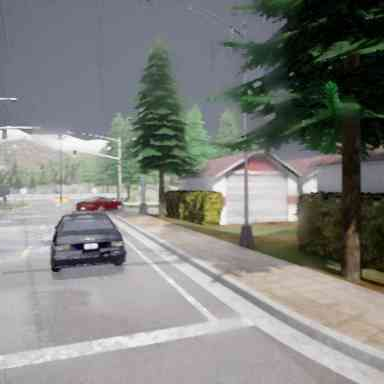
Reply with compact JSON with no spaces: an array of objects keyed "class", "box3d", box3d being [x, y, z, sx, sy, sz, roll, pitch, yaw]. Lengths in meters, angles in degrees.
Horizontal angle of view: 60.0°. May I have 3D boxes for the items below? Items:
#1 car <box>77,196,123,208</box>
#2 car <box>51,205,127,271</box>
[{"class":"car","box3d":[-7.879,1.115,28.933,1.882,1.535,5.008,-2,1,19]},{"class":"car","box3d":[-3.199,1.302,10.016,2.033,1.411,5.357,-1,0,-20]}]
